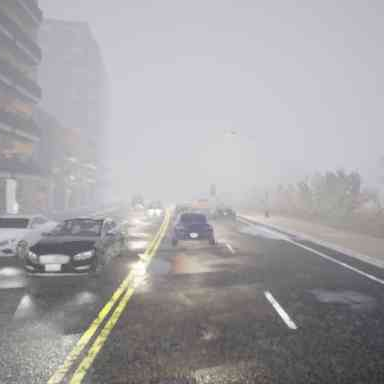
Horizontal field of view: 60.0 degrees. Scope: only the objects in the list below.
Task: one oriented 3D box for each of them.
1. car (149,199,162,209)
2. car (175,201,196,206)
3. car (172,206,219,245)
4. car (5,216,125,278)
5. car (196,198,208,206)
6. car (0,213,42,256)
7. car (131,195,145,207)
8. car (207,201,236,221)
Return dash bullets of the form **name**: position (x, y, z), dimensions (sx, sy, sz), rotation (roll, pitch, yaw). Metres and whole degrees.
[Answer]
- **car**: position (-5.492, 1.787, 50.629), dimensions (2.128, 1.511, 4.902), rotation (0, 0, -5)
- **car**: position (-0.933, 1.841, 37.049), dimensions (1.895, 1.301, 4.718), rotation (0, 0, -4)
- **car**: position (0.025, 1.636, 16.099), dimensions (1.812, 1.442, 4.674), rotation (0, 0, -1)
- **car**: position (-3.325, 1.544, 10.322), dimensions (2.128, 1.511, 4.902), rotation (0, 0, -1)
- **car**: position (1.343, 1.670, 48.235), dimensions (2.097, 1.767, 4.553), rotation (0, 0, -5)
- **car**: position (-6.608, 1.574, 12.684), dimensions (1.812, 1.442, 4.674), rotation (0, 0, -1)
- **car**: position (-9.585, 1.545, 58.918), dimensions (2.150, 2.045, 5.566), rotation (0, 0, -6)
- **car**: position (2.716, 1.779, 29.840), dimensions (1.994, 1.385, 4.181), rotation (0, 0, -2)
